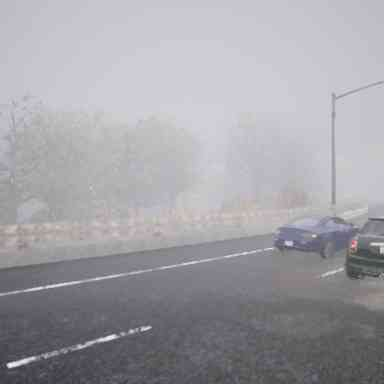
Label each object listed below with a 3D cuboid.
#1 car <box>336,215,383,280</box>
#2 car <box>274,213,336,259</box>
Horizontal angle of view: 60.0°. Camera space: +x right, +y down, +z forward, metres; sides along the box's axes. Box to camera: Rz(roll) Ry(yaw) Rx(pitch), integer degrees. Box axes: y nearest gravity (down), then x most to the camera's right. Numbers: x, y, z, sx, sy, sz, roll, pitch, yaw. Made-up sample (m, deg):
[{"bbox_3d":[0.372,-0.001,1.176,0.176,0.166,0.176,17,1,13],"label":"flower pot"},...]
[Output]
[{"bbox_3d":[6.047,1.366,8.966,4.553,1.767,2.097,0,0,-41],"label":"car"},{"bbox_3d":[4.941,1.544,12.661,4.674,1.442,1.812,0,0,-42],"label":"car"}]
